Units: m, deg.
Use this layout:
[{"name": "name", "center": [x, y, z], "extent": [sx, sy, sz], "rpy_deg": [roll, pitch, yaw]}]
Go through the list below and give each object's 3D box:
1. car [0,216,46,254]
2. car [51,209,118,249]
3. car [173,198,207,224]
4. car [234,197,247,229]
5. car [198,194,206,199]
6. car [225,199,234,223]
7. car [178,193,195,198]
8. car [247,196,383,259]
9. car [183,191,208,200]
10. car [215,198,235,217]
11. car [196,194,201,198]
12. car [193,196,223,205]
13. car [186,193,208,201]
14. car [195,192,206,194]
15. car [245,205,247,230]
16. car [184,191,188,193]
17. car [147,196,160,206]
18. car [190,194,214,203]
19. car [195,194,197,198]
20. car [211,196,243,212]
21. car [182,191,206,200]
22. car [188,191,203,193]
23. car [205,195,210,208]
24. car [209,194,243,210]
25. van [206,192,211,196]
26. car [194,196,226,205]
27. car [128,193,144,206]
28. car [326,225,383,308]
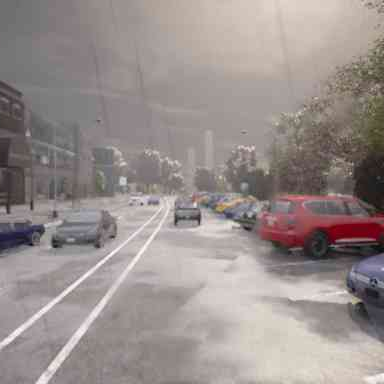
[{"name": "car", "center": [-7.179, 1.571, 12.072], "extent": [1.895, 1.301, 4.718], "rpy_deg": [0, 0, -1]}, {"name": "car", "center": [-4.444, 1.490, 14.422], "extent": [1.812, 1.442, 4.674], "rpy_deg": [0, 0, -1]}, {"name": "car", "center": [-0.344, 1.438, 23.971], "extent": [2.128, 1.511, 4.902], "rpy_deg": [0, 0, -2]}, {"name": "car", "center": [5.038, 1.312, 18.428], "extent": [4.553, 1.767, 2.185], "rpy_deg": [1, 0, -22]}, {"name": "car", "center": [3.902, 1.431, 45.145], "extent": [5.008, 1.535, 2.097], "rpy_deg": [1, 0, -24]}, {"name": "car", "center": [4.995, 1.435, 21.402], "extent": [4.892, 1.521, 2.231], "rpy_deg": [1, 0, -22]}, {"name": "car", "center": [-1.141, 1.299, 41.377], "extent": [2.097, 1.767, 4.553], "rpy_deg": [0, 0, -3]}, {"name": "car", "center": [5.227, 1.199, 12.509], "extent": [5.566, 2.045, 2.435], "rpy_deg": [1, 0, -21]}, {"name": "car", "center": [0.819, 0.873, 80.665], "extent": [5.566, 2.045, 2.435], "rpy_deg": [0, 2, -26]}, {"name": "car", "center": [4.754, 1.457, 27.333], "extent": [4.792, 1.488, 2.163], "rpy_deg": [1, 0, -22]}, {"name": "car", "center": [3.697, 1.433, 48.116], "extent": [5.008, 1.535, 2.097], "rpy_deg": [1, 0, -24]}, {"name": "car", "center": [2.839, 1.437, 59.966], "extent": [4.892, 1.521, 2.231], "rpy_deg": [1, 1, -25]}, {"name": "car", "center": [1.190, 1.070, 77.746], "extent": [4.553, 1.767, 2.185], "rpy_deg": [0, 2, -26]}, {"name": "car", "center": [3.320, 1.313, 54.049], "extent": [4.553, 1.767, 2.185], "rpy_deg": [1, 0, -24]}, {"name": "car", "center": [5.142, 1.483, 15.463], "extent": [4.674, 1.452, 2.002], "rpy_deg": [1, 0, -21]}, {"name": "car", "center": [1.745, 1.065, 71.798], "extent": [5.566, 2.045, 2.435], "rpy_deg": [0, 1, -26]}, {"name": "car", "center": [-6.396, 1.447, 55.445], "extent": [1.882, 1.535, 5.008], "rpy_deg": [0, 0, -4]}, {"name": "car", "center": [2.024, 1.236, 68.844], "extent": [4.553, 1.767, 2.185], "rpy_deg": [0, 1, -26]}, {"name": "car", "center": [3.672, 1.435, 51.156], "extent": [5.366, 1.575, 1.946], "rpy_deg": [1, 0, -24]}, {"name": "car", "center": [4.658, 1.426, 30.315], "extent": [5.008, 1.535, 2.097], "rpy_deg": [1, 0, -23]}, {"name": "car", "center": [0.536, 0.801, 83.653], "extent": [5.566, 2.045, 2.435], "rpy_deg": [0, 1, -27]}, {"name": "car", "center": [2.610, 1.170, 62.948], "extent": [5.566, 2.045, 2.435], "rpy_deg": [1, 0, -25]}, {"name": "car", "center": [4.400, 1.425, 36.246], "extent": [5.008, 1.535, 2.097], "rpy_deg": [1, 0, -23]}, {"name": "car", "center": [4.503, 1.299, 33.275], "extent": [4.553, 1.767, 2.185], "rpy_deg": [1, 0, -23]}, {"name": "van", "center": [4.347, 1.202, 39.269], "extent": [4.442, 1.987, 1.878], "rpy_deg": [1, 0, -23]}, {"name": "car", "center": [3.061, 1.440, 57.005], "extent": [5.008, 1.535, 2.097], "rpy_deg": [1, 0, -25]}, {"name": "car", "center": [-9.122, 1.194, 54.447], "extent": [2.150, 2.045, 5.566], "rpy_deg": [0, 0, -4]}, {"name": "car", "center": [5.281, 1.505, 6.554], "extent": [4.674, 1.452, 2.002], "rpy_deg": [1, 0, -21]}]
